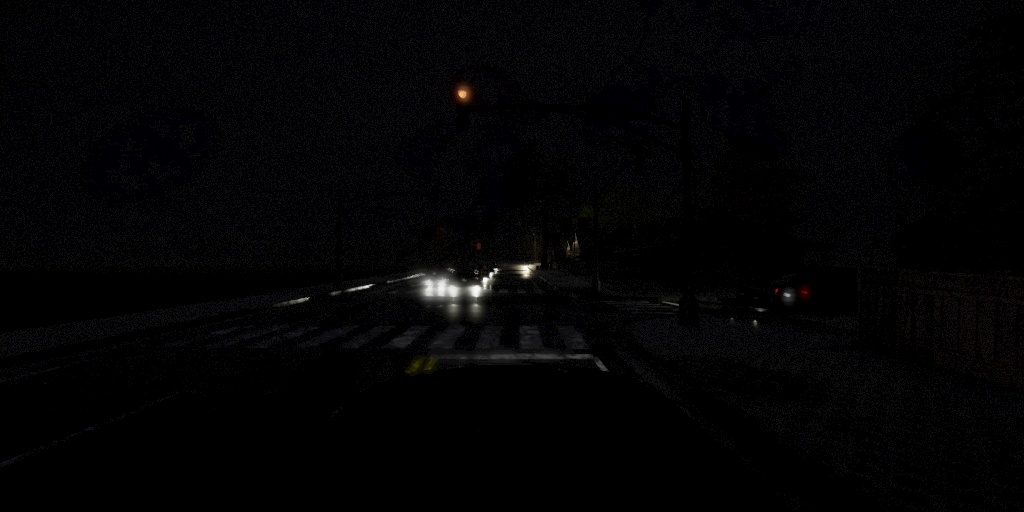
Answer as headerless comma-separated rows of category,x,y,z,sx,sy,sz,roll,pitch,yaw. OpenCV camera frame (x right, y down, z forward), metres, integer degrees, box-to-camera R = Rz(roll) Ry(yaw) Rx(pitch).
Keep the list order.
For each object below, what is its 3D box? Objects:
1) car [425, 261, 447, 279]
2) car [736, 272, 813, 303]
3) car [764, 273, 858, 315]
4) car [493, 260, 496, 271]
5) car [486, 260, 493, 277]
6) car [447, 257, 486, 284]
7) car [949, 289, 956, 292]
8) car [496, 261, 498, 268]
car,-6.594,1.249,32.913,2.128,1.511,4.902,0,0,0
car,13.066,1.508,16.556,5.008,1.535,1.882,1,-2,-2
car,12.479,1.498,13.681,4.181,1.385,1.994,1,-2,-2
car,-3.332,1.283,45.611,1.812,1.442,4.674,0,0,0
car,-3.342,1.108,35.688,2.097,1.767,4.553,0,0,0
car,-3.305,1.109,26.859,2.097,1.767,4.553,0,0,-1
car,23.676,1.751,16.950,5.357,1.411,2.033,1,-2,-3
car,-3.278,1.375,58.698,1.895,1.301,4.718,0,0,1
